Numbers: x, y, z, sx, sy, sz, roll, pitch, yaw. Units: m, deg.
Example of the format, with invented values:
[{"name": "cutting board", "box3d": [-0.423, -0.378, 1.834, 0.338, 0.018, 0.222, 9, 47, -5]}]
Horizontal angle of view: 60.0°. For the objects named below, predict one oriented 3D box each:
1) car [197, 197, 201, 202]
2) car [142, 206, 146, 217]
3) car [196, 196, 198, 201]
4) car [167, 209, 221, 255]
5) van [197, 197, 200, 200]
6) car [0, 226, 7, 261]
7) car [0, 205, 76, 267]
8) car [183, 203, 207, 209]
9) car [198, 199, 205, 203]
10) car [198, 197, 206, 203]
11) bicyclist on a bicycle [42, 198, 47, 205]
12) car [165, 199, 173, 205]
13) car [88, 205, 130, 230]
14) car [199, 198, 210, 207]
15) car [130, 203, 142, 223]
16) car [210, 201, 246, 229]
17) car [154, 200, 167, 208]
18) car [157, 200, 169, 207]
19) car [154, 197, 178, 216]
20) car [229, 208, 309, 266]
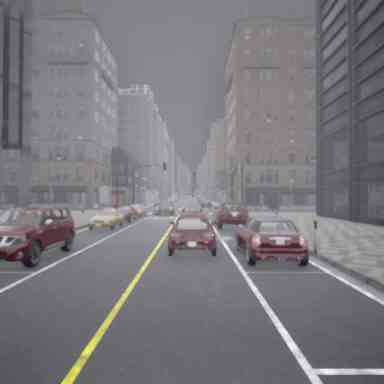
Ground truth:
[{"name": "car", "box3d": [2.692, 2.342, 72.898, 1.802, 1.307, 4.206, 1, -1, 0]}, {"name": "car", "box3d": [-5.842, 1.883, 34.375, 1.752, 1.417, 4.829, 1, -1, 0]}, {"name": "car", "box3d": [2.697, 2.195, 84.247, 2.192, 1.841, 5.009, 1, -1, 0]}, {"name": "car", "box3d": [0.031, 1.671, 13.908, 1.812, 1.442, 4.674, 0, 0, 1]}, {"name": "van", "box3d": [2.695, 2.161, 78.574, 1.690, 1.788, 3.998, 1, -1, 0]}, {"name": "car", "box3d": [-5.848, 1.612, 6.423, 1.887, 1.381, 4.507, 1, -1, 0]}, {"name": "car", "box3d": [-5.845, 1.441, 12.050, 2.192, 1.841, 5.009, 1, -1, 0]}, {"name": "car", "box3d": [0.025, 1.895, 28.266, 1.895, 1.301, 4.718, 0, -1, 0]}, {"name": "car", "box3d": [2.697, 2.584, 95.590, 1.802, 1.307, 4.206, 1, -1, 0]}, {"name": "car", "box3d": [2.690, 2.282, 67.225, 1.802, 1.307, 4.206, 1, -1, 0]}, {"name": "bicyclist on a bicycle", "box3d": [-23.001, 1.691, 52.013, 0.582, 1.620, 1.656, 0, -1, 0]}, {"name": "car", "box3d": [-5.831, 2.462, 84.253, 1.802, 1.307, 4.206, 1, -1, 0]}, {"name": "car", "box3d": [-5.844, 1.766, 23.127, 1.752, 1.417, 4.829, 1, -1, 0]}, {"name": "car", "box3d": [2.689, 2.222, 61.552, 1.802, 1.307, 4.206, 1, -1, 0]}, {"name": "car", "box3d": [-5.843, 1.845, 28.921, 1.887, 1.381, 4.507, 1, -1, 0]}, {"name": "car", "box3d": [2.683, 1.557, 23.288, 2.192, 1.841, 5.009, 1, -1, 0]}, {"name": "car", "box3d": [-5.836, 2.185, 61.563, 1.887, 1.381, 4.507, 1, -1, 0]}, {"name": "car", "box3d": [-5.835, 2.244, 67.236, 1.887, 1.381, 4.507, 1, -1, 0]}, {"name": "car", "box3d": [-3.011, 1.740, 37.269, 2.097, 1.767, 4.553, 0, -1, 0]}, {"name": "car", "box3d": [2.680, 1.566, 12.038, 1.967, 1.590, 4.097, 1, -1, 0]}]
